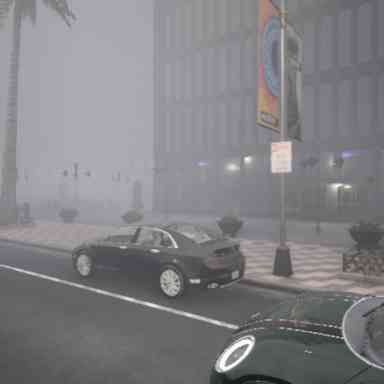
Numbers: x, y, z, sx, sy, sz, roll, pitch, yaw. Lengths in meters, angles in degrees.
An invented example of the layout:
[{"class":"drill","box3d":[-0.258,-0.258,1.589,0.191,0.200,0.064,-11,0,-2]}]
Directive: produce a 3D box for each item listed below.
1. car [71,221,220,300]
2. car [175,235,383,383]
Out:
[{"class":"car","box3d":[-1.061,1.473,8.411,4.892,1.521,2.231,0,0,35]},{"class":"car","box3d":[2.344,1.352,2.319,4.553,1.767,2.097,0,0,35]}]
